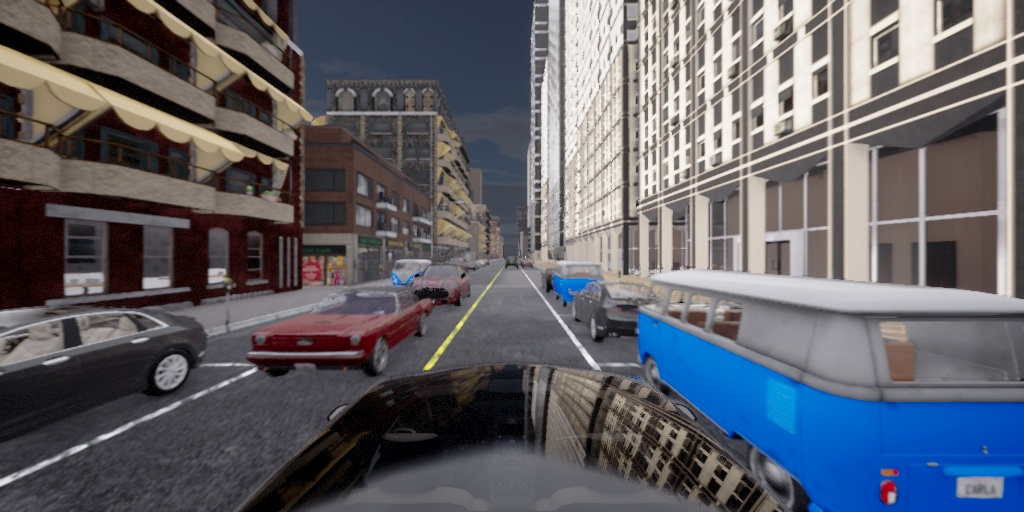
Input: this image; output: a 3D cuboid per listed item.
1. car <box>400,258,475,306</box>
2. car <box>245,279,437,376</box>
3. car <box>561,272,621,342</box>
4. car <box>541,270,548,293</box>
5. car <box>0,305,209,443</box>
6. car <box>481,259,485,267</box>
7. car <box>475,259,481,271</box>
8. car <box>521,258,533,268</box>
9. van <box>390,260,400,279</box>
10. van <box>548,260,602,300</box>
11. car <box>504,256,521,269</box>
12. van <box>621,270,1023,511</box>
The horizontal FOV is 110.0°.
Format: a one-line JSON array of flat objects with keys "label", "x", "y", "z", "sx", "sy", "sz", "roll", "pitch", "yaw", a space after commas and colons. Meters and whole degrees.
[{"label": "car", "x": -3.009, "y": 1.108, "z": 15.514, "sx": 2.097, "sy": 1.767, "sz": 4.553, "roll": 0, "pitch": 0, "yaw": 0}, {"label": "car", "x": -3.096, "y": 1.352, "z": 7.581, "sx": 1.895, "sy": 1.301, "sz": 4.718, "roll": 0, "pitch": 0, "yaw": 0}, {"label": "car", "x": 2.685, "y": 1.301, "z": 9.559, "sx": 2.007, "sy": 1.370, "sz": 4.403, "roll": 0, "pitch": 0, "yaw": 0}, {"label": "car", "x": 2.678, "y": 1.319, "z": 20.856, "sx": 1.948, "sy": 1.339, "sz": 4.313, "roll": 0, "pitch": 0, "yaw": 0}, {"label": "car", "x": -5.692, "y": 1.301, "z": 3.906, "sx": 2.007, "sy": 1.370, "sz": 4.403, "roll": 0, "pitch": 0, "yaw": 0}, {"label": "car", "x": -5.724, "y": 1.322, "z": 54.742, "sx": 2.007, "sy": 1.370, "sz": 4.403, "roll": 0, "pitch": 0, "yaw": 0}, {"label": "car", "x": -5.720, "y": 1.334, "z": 49.094, "sx": 1.948, "sy": 1.339, "sz": 4.313, "roll": 0, "pitch": 0, "yaw": 0}, {"label": "car", "x": 2.652, "y": 1.358, "z": 60.396, "sx": 1.802, "sy": 1.307, "sz": 4.207, "roll": 0, "pitch": 0, "yaw": 0}, {"label": "van", "x": -5.703, "y": 1.095, "z": 20.851, "sx": 1.690, "sy": 1.789, "sz": 3.998, "roll": 0, "pitch": 0, "yaw": 0}, {"label": "van", "x": 2.682, "y": 1.093, "z": 15.207, "sx": 1.690, "sy": 1.789, "sz": 3.998, "roll": 0, "pitch": 0, "yaw": 0}, {"label": "car", "x": -0.036, "y": 0.996, "z": 57.714, "sx": 2.150, "sy": 2.045, "sz": 5.566, "roll": 0, "pitch": 0, "yaw": 0}, {"label": "van", "x": 2.688, "y": 1.091, "z": 3.910, "sx": 1.690, "sy": 1.789, "sz": 3.998, "roll": 0, "pitch": 0, "yaw": 0}]
